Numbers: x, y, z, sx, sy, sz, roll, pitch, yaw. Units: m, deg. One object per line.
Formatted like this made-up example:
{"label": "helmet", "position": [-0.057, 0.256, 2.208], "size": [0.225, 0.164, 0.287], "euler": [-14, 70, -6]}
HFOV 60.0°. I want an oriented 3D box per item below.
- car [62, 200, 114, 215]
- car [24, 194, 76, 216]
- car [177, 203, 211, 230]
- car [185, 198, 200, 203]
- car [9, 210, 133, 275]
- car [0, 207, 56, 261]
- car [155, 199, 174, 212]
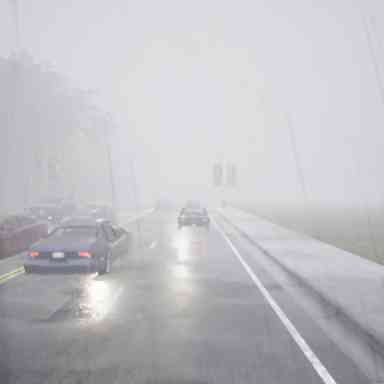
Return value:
{"label": "car", "position": [-6.554, 1.454, 22.431], "size": [2.128, 1.511, 4.902], "euler": [0, 0, 0]}
{"label": "car", "position": [-9.796, 1.184, 23.404], "size": [2.150, 2.045, 5.566], "euler": [0, 0, 1]}
{"label": "car", "position": [0.104, 1.566, 20.652], "size": [1.895, 1.301, 4.718], "euler": [0, 0, 0]}
{"label": "car", "position": [0.105, 1.447, 43.134], "size": [1.812, 1.442, 4.674], "euler": [0, 0, 0]}
{"label": "car", "position": [-3.150, 1.532, 10.347], "size": [2.033, 1.411, 5.357], "euler": [0, 0, 0]}
{"label": "car", "position": [-6.555, 1.461, 10.912], "size": [1.882, 1.535, 5.008], "euler": [0, 0, 1]}
{"label": "car", "position": [-3.145, 1.480, 37.810], "size": [2.033, 1.411, 5.357], "euler": [0, 0, 0]}
